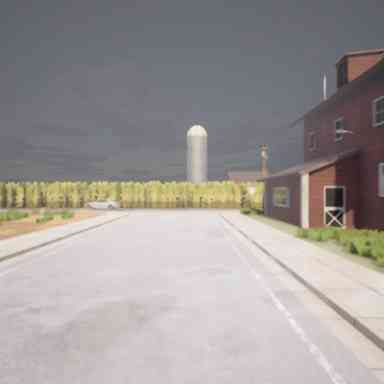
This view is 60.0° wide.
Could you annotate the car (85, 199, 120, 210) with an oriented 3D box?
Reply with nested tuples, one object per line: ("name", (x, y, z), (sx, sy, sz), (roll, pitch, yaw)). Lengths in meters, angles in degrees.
("car", (-11.992, 1.682, 44.646), (4.674, 1.442, 1.812), (0, 0, 1))
